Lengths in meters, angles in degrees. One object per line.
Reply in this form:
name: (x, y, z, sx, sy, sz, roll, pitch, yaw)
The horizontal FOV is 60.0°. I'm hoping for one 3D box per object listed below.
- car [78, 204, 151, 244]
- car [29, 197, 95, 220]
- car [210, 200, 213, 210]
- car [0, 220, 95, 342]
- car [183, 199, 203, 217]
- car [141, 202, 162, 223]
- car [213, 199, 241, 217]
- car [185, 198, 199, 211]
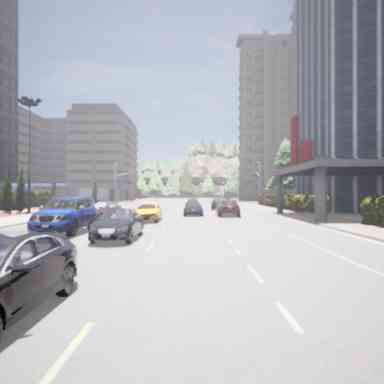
car: (-3.544, 1.552, 16.226, 2.128, 1.511, 4.902, 0, 0, 0)
car: (-7.021, 1.291, 18.759, 2.150, 2.045, 5.566, 0, 0, 1)
car: (3.584, 1.654, 46.149, 1.882, 1.535, 5.008, 0, 0, 1)
car: (-3.586, 1.514, 5.917, 2.128, 1.511, 4.902, 0, 0, 0)
car: (0.133, 1.691, 33.395, 1.994, 1.385, 4.181, 0, 0, 0)
car: (-3.473, 1.577, 26.536, 1.882, 1.535, 5.008, 0, 0, 0)
car: (3.544, 1.478, 33.064, 2.097, 1.767, 4.553, 0, 0, 0)
car: (0.081, 1.680, 45.833, 1.837, 1.490, 4.892, 0, 0, 1)
